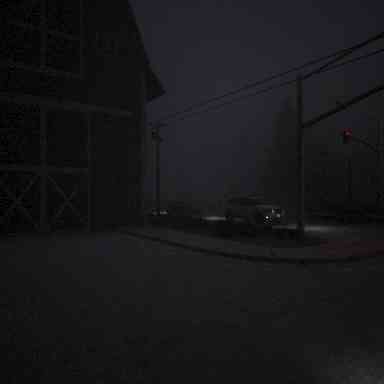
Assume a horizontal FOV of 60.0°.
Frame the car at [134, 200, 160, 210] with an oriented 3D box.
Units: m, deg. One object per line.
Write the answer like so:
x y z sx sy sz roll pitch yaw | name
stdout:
-6.719 1.913 49.571 1.895 1.301 4.718 0 0 -34 | car

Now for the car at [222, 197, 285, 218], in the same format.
4.737 1.393 26.508 2.150 2.045 5.566 0 0 -34 | car

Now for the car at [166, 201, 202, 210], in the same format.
-0.903 1.701 34.735 1.882 1.535 5.008 0 0 -35 | car

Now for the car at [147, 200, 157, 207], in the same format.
-6.290 1.778 42.597 1.837 1.490 4.892 0 0 -34 | car
